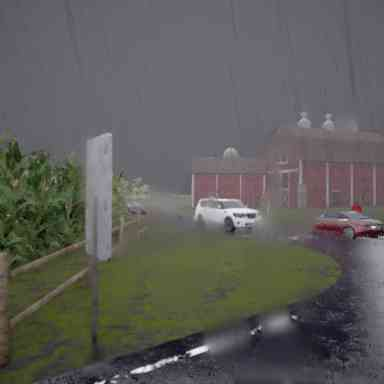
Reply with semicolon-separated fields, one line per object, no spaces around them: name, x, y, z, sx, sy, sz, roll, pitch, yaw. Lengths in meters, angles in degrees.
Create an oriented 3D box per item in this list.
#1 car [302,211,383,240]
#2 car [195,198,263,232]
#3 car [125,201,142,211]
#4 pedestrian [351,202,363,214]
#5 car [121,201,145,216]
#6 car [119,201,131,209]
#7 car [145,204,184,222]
car;7.927;1.702;17.867;1.994;1.385;4.181;0;-1;-24
car;2.257;1.449;22.217;2.150;2.045;5.566;0;-1;-30
car;-9.495;2.268;53.876;1.882;1.535;5.008;0;-1;-21
pedestrian;10.129;1.463;20.532;0.375;1.860;0.375;-1;0;-32
car;-6.874;2.057;39.902;1.837;1.490;4.892;0;-1;-25
car;-12.864;2.450;63.589;1.837;1.490;4.892;0;-1;-18
car;-2.442;1.894;30.812;1.837;1.490;4.892;0;-1;-27
